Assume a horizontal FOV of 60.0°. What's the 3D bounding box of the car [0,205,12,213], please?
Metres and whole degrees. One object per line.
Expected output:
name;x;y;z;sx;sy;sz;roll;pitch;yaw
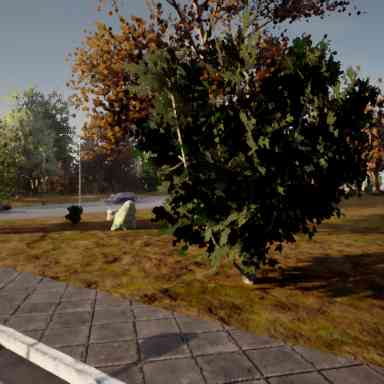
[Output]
car;-21.777;1.646;34.907;1.895;1.301;4.718;0;1;39

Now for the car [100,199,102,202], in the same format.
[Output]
car;-11.880;0.997;52.677;2.033;1.411;5.357;0;3;39

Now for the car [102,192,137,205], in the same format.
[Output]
car;-10.319;0.872;49.041;2.097;1.767;4.553;0;2;39
